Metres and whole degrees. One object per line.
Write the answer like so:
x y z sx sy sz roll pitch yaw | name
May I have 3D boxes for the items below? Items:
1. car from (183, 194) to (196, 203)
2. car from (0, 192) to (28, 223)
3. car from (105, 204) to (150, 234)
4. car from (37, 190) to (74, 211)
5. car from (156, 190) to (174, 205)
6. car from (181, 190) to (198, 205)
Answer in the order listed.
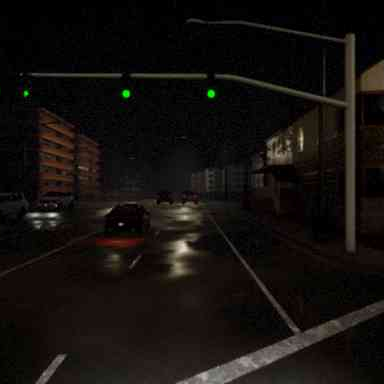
-0.397 1.138 58.183 2.128 1.511 4.902 0 -1 0 | car
-14.194 1.080 24.388 2.150 2.045 5.566 0 1 0 | car
-3.538 1.426 18.952 1.882 1.535 5.008 0 1 0 | car
-14.245 0.862 35.126 2.150 2.045 5.566 0 1 0 | car
-3.826 0.765 47.480 2.150 2.045 5.566 0 0 0 | car
-0.328 0.768 47.787 2.150 2.045 5.566 0 0 0 | car
